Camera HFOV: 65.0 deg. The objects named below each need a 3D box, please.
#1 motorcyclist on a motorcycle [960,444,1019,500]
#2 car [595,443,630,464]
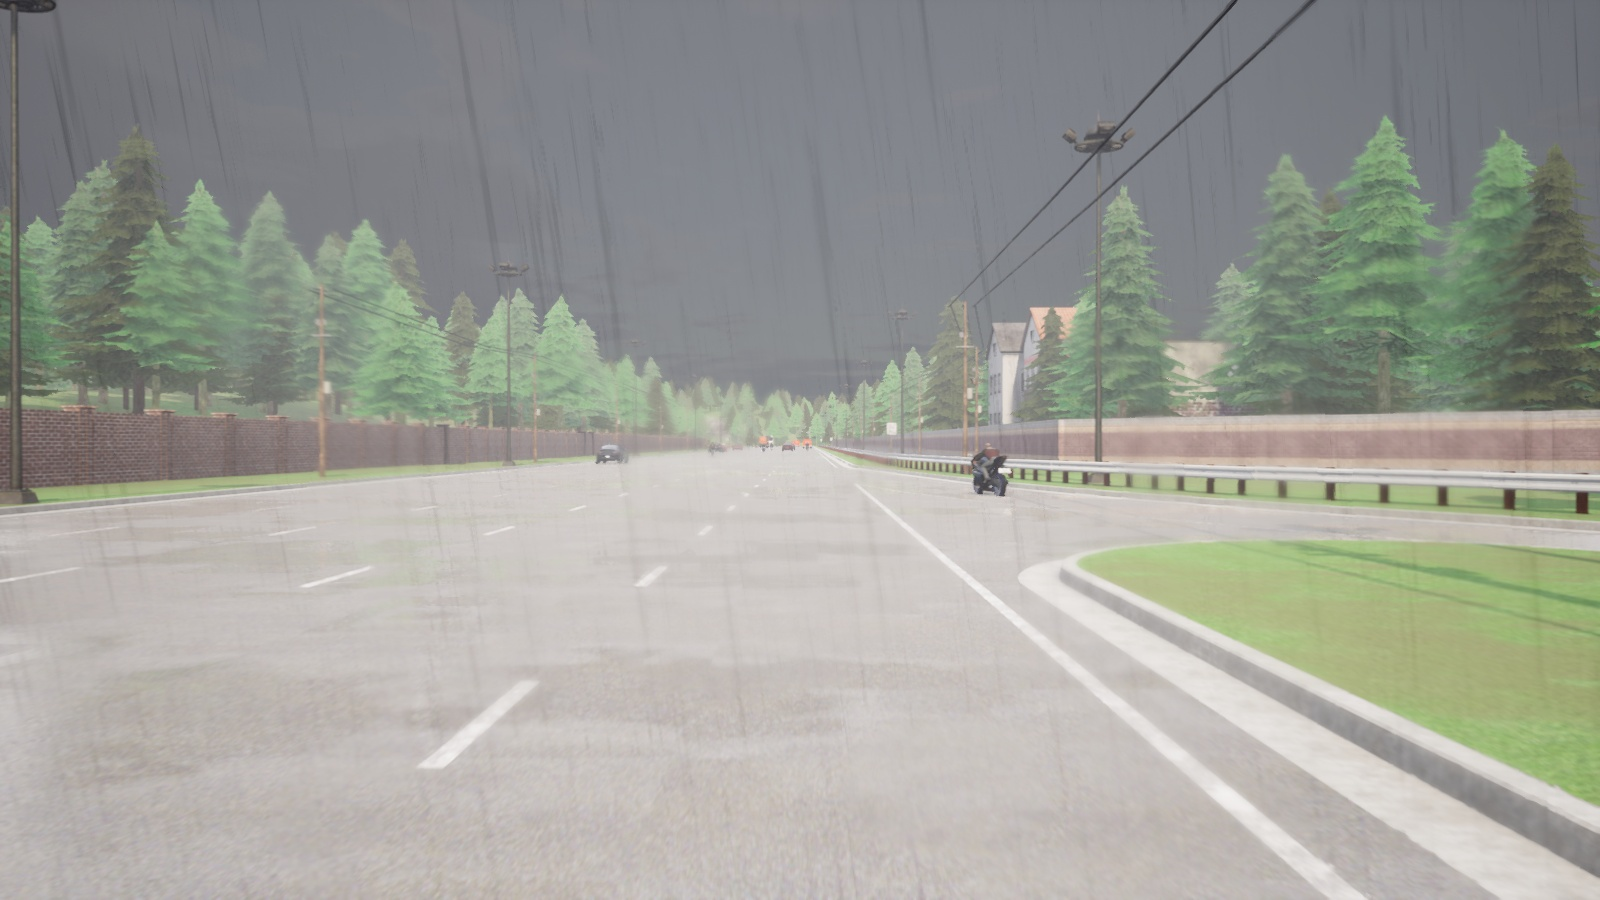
[{"bbox_3d":[5.318,0.586,35.429,0.866,1.530,2.191,0,0,-14],"label":"motorcyclist on a motorcycle"},{"bbox_3d":[-13.468,0.251,90.527,1.812,1.442,4.674,0,0,0],"label":"car"}]
